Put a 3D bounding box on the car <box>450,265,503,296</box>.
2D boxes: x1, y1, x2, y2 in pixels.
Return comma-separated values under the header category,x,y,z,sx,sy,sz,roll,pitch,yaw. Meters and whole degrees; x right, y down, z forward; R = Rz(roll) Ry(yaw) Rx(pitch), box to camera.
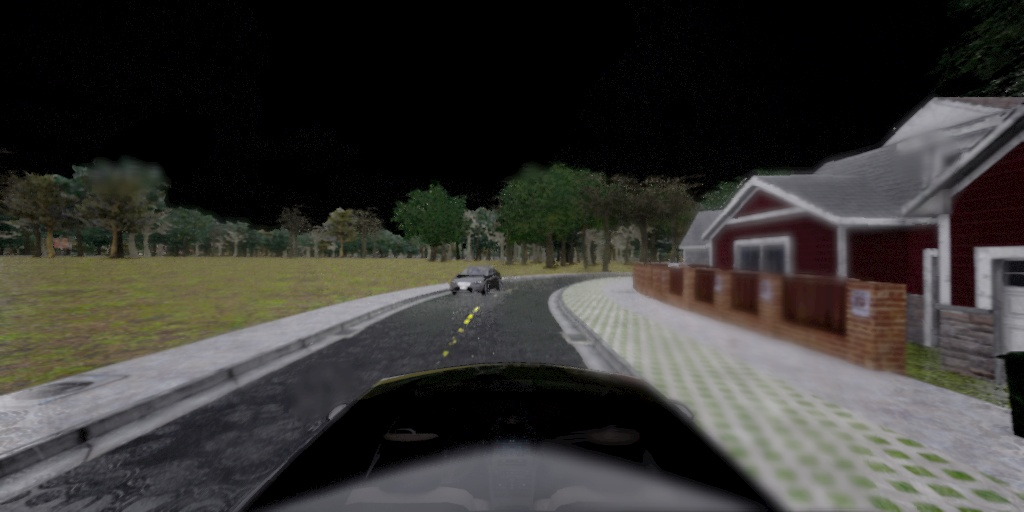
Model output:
category,x,y,z,sx,sy,sz,roll,pitch,yaw
car,-1.829,1.278,19.627,2.128,1.511,4.902,0,0,12
